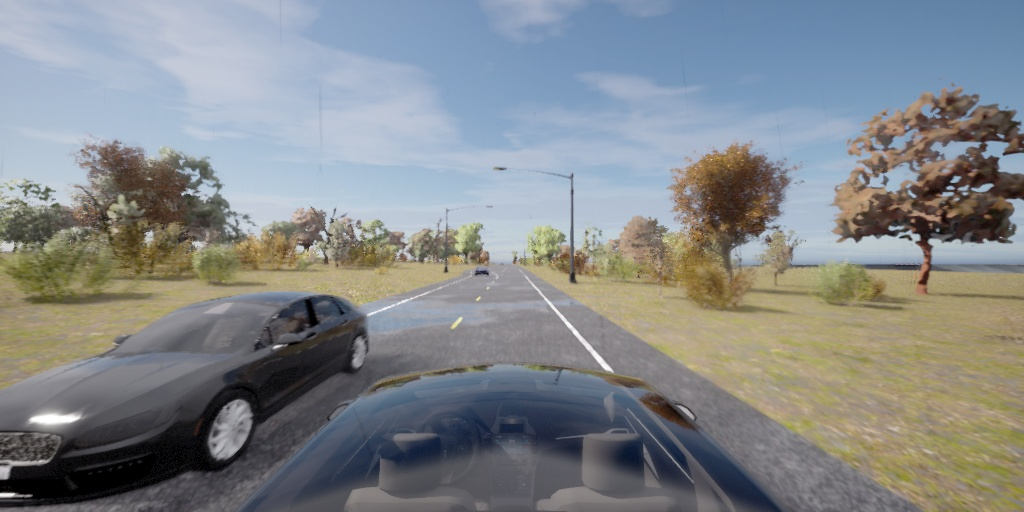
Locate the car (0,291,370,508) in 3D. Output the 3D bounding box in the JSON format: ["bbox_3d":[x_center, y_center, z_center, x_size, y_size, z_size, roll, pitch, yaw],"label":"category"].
[{"bbox_3d":[-3.600,1.298,4.935,1.837,1.490,4.892,0,-1,0],"label":"car"}]

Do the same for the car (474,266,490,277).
[{"bbox_3d":[-3.805,1.972,46.001,1.895,1.301,4.718,0,-1,-3],"label":"car"}]
